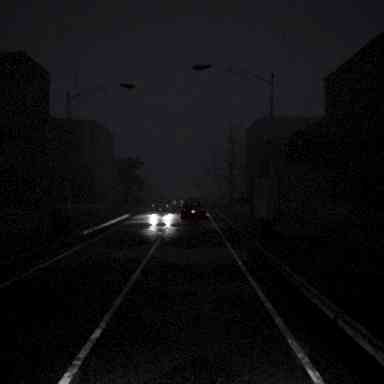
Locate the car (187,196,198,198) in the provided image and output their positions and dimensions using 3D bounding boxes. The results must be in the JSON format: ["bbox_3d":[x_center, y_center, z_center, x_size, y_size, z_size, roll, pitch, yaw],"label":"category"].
[{"bbox_3d":[0.096,1.237,42.788,1.837,1.490,4.892,0,1,0],"label":"car"}]

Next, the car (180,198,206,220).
[{"bbox_3d":[0.097,1.419,26.851,1.994,1.385,4.181,0,0,0],"label":"car"}]

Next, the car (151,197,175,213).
[{"bbox_3d":[-3.100,1.395,34.700,1.895,1.301,4.718,0,0,0],"label":"car"}]

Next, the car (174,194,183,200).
[{"bbox_3d":[-3.006,1.136,75.225,1.837,1.490,4.892,0,0,0],"label":"car"}]
